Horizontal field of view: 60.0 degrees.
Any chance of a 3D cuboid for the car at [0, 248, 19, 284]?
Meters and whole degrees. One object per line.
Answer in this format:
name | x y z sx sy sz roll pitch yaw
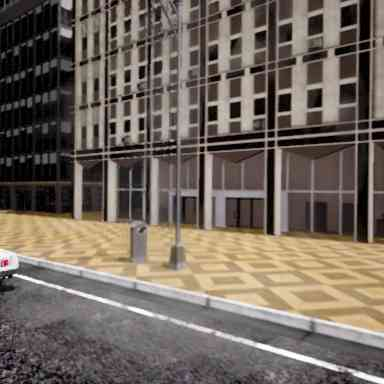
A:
car | -6.288 1.587 8.128 4.718 1.301 1.895 0 0 36
